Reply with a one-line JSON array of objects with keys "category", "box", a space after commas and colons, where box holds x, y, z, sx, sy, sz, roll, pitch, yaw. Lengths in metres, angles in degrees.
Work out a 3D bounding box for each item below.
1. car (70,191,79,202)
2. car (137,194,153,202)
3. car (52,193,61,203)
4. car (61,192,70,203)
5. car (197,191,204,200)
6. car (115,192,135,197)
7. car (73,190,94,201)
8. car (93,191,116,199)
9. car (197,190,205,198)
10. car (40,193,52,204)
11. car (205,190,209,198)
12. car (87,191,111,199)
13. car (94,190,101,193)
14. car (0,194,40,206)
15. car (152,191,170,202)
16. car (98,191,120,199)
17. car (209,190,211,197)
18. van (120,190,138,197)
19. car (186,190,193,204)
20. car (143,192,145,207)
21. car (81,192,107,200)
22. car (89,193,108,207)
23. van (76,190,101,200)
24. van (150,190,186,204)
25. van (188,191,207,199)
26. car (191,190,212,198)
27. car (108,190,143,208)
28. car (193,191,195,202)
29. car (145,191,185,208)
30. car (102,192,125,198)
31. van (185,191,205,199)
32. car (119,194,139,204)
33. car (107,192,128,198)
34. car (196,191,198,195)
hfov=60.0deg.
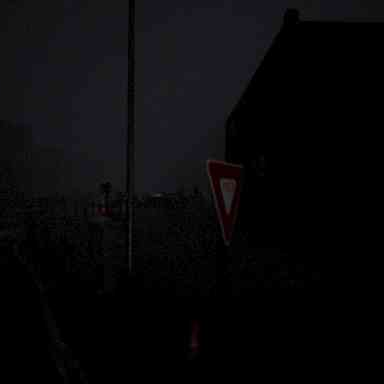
[{"category": "car", "box": [-22.788, 1.015, 57.226, 4.892, 1.521, 2.231, 1, 1, 8]}, {"category": "car", "box": [-9.109, 1.138, 64.952, 1.895, 1.301, 4.718, 1, 1, 8]}, {"category": "car", "box": [-23.552, 1.108, 51.760, 4.674, 1.452, 2.002, 1, 1, 8]}, {"category": "car", "box": [-23.136, 0.917, 54.485, 4.553, 1.767, 2.185, 1, 1, 8]}, {"category": "car", "box": [-0.945, 1.055, 66.279, 5.366, 1.575, 1.946, 1, 1, 8]}, {"category": "car", "box": [-18.150, 0.663, 89.983, 4.892, 1.521, 2.231, 1, 1, 8]}, {"category": "car", "box": [-22.037, 0.699, 62.686, 5.566, 2.045, 2.435, 1, 1, 8]}, {"category": "car", "box": [-20.113, 0.668, 76.338, 4.553, 1.767, 2.185, 1, 1, 8]}, {"category": "car", "box": [-0.747, 0.771, 69.181, 5.566, 2.045, 2.435, 1, 1, 8]}, {"category": "car", "box": [-23.944, 1.093, 49.032, 5.008, 1.535, 2.097, 1, 0, 8]}, {"category": "car", "box": [0.464, 0.679, 77.303, 5.566, 2.045, 2.435, 1, 1, 8]}, {"category": "car", "box": [-20.499, 0.698, 73.608, 4.553, 1.767, 2.185, 1, 1, 8]}, {"category": "car", "box": [-21.442, 0.917, 65.389, 5.366, 1.575, 1.946, 1, 1, 8]}, {"category": "car", "box": [-24.293, 0.989, 46.291, 4.553, 1.767, 2.185, 1, 0, 8]}, {"category": "car", "box": [-6.019, 0.776, 65.351, 2.150, 2.045, 5.566, 1, 1, 8]}, {"category": "car", "box": [-19.666, 0.640, 79.060, 4.553, 1.767, 2.185, 1, 1, 8]}, {"category": "car", "box": [1.967, 0.850, 88.320, 4.792, 1.488, 2.163, 1, 1, 8]}, {"category": "van", "box": [-17.635, 0.413, 92.818, 4.442, 1.987, 1.878, 1, 1, 8]}, {"category": "car", "box": [-2.660, 1.067, 55.294, 4.553, 1.767, 2.185, 1, 1, 8]}, {"category": "car", "box": [-7.427, 1.172, 55.155, 2.128, 1.511, 4.902, 1, 1, 9]}, {"category": "car", "box": [-20.860, 0.855, 70.876, 5.008, 1.535, 2.097, 1, 1, 8]}, {"category": "car", "box": [-11.822, 1.274, 45.438, 1.812, 1.442, 4.674, 1, 0, 9]}, {"category": "van", "box": [-21.123, 0.661, 68.126, 4.442, 1.987, 1.878, 1, 1, 8]}, {"category": "van", "box": [-3.570, 1.027, 49.932, 4.442, 1.987, 1.878, 1, 1, 8]}, {"category": "van", "box": [1.333, 0.649, 82.793, 4.442, 1.987, 1.878, 1, 1, 8]}, {"category": "car", "box": [2.752, 0.522, 93.821, 5.566, 2.045, 2.435, 1, 1, 8]}, {"category": "car", "box": [-8.861, 0.996, 44.995, 2.150, 2.045, 5.566, 1, 0, 8]}, {"category": "car", "box": [-2.289, 1.157, 58.175, 5.008, 1.535, 2.097, 1, 1, 8]}, {"category": "car", "box": [-3.833, 1.153, 47.033, 4.553, 1.767, 2.185, 1, 1, 8]}, {"category": "car", "box": [-19.306, 0.739, 81.794, 4.892, 1.521, 2.231, 1, 1, 8]}, {"category": "van", "box": [0.711, 0.674, 80.077, 4.442, 1.987, 1.878, 1, 1, 8]}, {"category": "car", "box": [-10.436, 1.162, 55.284, 1.837, 1.490, 4.892, 1, 1, 8]}, {"category": "car", "box": [-18.921, 0.712, 84.524, 4.892, 1.521, 2.231, 1, 1, 8]}, {"category": "car", "box": [-1.904, 1.125, 60.802, 4.892, 1.521, 2.231, 1, 1, 8]}]
